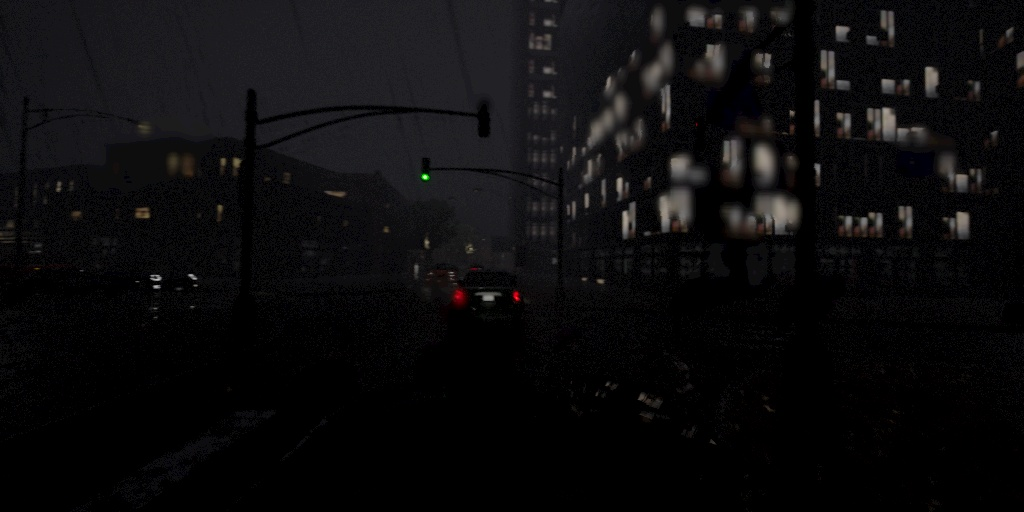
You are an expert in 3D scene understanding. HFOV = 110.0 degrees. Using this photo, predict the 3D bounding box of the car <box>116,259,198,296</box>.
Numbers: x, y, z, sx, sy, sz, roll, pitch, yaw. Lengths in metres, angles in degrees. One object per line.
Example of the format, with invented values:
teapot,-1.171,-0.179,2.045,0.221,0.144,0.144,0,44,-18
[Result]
car,-18.891,1.059,18.734,4.553,1.767,2.097,0,-2,17

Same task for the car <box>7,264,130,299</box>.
car,-20.495,1.188,16.615,4.313,1.339,1.948,0,0,17

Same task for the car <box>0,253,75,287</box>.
car,-28.691,0.855,21.701,5.566,2.045,2.150,0,-2,17

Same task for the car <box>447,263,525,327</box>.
car,-0.824,1.213,12.062,2.097,1.767,4.553,1,-1,-5

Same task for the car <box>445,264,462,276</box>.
car,-7.584,1.771,46.580,1.895,1.301,4.718,1,-1,-6

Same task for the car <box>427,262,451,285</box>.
car,-5.399,1.335,28.151,2.097,1.767,4.553,1,-1,-7

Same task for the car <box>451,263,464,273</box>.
car,-8.539,1.801,56.622,1.812,1.442,4.674,1,-1,-5

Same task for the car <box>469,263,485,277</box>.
car,-4.398,1.699,44.367,1.837,1.490,4.892,1,-1,-7
